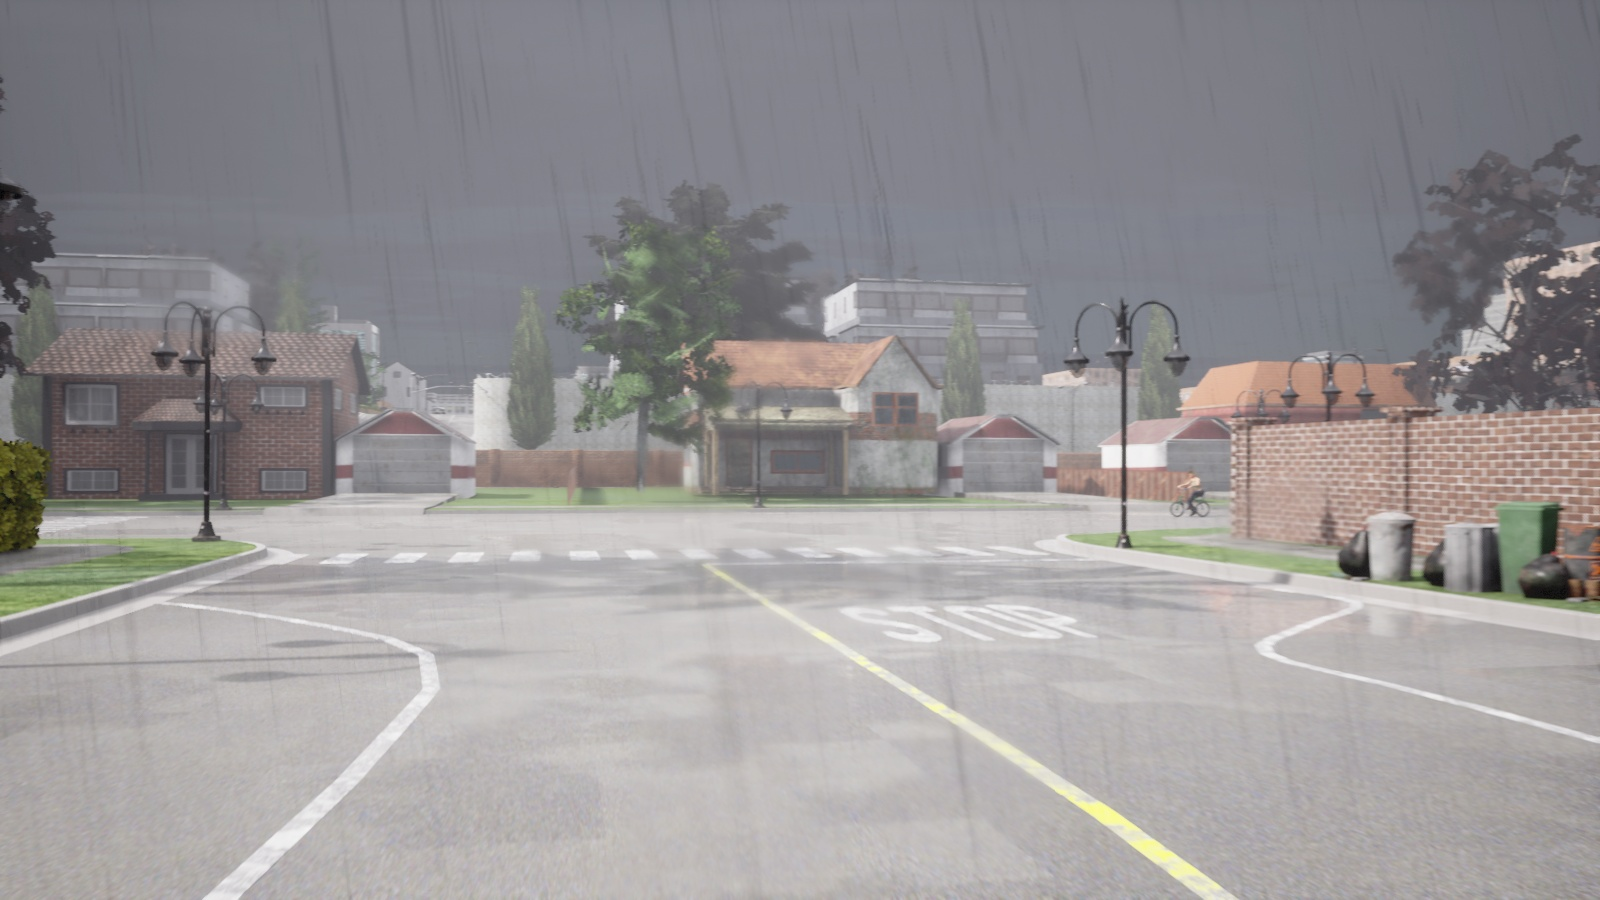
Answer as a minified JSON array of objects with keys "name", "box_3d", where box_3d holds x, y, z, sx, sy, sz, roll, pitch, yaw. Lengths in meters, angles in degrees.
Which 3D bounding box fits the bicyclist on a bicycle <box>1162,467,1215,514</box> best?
[{"name":"bicyclist on a bicycle","box_3d":[13.424,1.392,43.368,1.509,1.612,0.866,0,-1,-11]}]
